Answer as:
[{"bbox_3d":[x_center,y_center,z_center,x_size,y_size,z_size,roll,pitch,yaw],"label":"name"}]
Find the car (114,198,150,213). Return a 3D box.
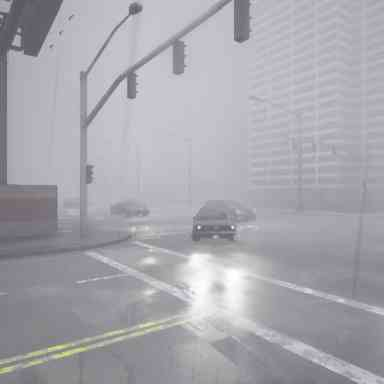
[{"bbox_3d":[-6.937,1.493,38.031,2.128,1.511,4.902,0,0,-35],"label":"car"}]

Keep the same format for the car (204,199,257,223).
[{"bbox_3d":[2.650,1.352,24.806,2.097,1.767,4.553,0,0,-38],"label":"car"}]

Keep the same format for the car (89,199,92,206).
[{"bbox_3d":[-17.403,1.492,52.944,2.128,1.511,4.902,0,0,-35],"label":"car"}]

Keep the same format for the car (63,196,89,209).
[{"bbox_3d":[-15.880,1.477,44.652,1.882,1.535,5.008,0,0,-35],"label":"car"}]

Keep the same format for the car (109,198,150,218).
[{"bbox_3d":[-5.835,1.547,30.401,2.033,1.411,5.357,0,0,-35],"label":"car"}]

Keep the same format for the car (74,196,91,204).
[{"bbox_3d":[-21.536,1.526,65.115,1.812,1.442,4.674,0,0,-35],"label":"car"}]

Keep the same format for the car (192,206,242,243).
[{"bbox_3d":[1.031,1.601,16.348,1.895,1.301,4.718,0,0,0],"label":"car"}]
